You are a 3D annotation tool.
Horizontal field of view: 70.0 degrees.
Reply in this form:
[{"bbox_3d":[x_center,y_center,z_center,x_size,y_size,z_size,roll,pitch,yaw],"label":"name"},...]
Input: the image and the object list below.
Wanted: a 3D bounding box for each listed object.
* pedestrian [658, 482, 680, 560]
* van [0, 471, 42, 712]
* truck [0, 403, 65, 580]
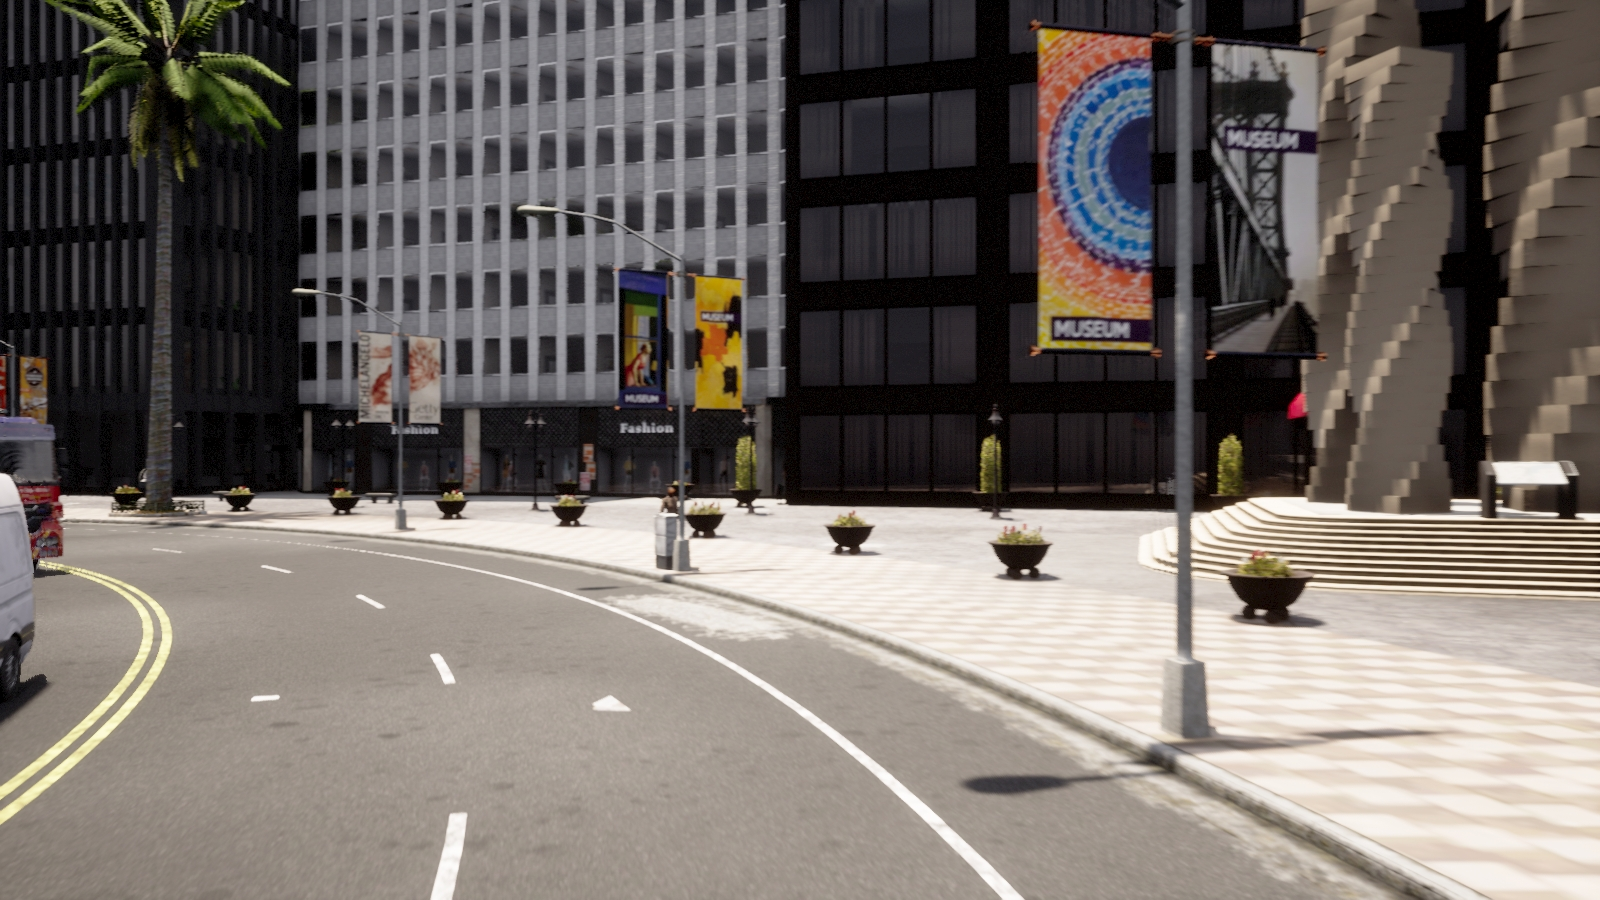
[{"bbox_3d":[-3.156,1.699,27.530,0.375,1.860,0.375,0,0,-37],"label":"pedestrian"},{"bbox_3d":[-9.115,1.540,10.859,1.988,2.561,5.915,0,0,-22],"label":"van"},{"bbox_3d":[-20.876,0.905,27.153,8.468,3.827,2.891,0,0,36],"label":"truck"}]
